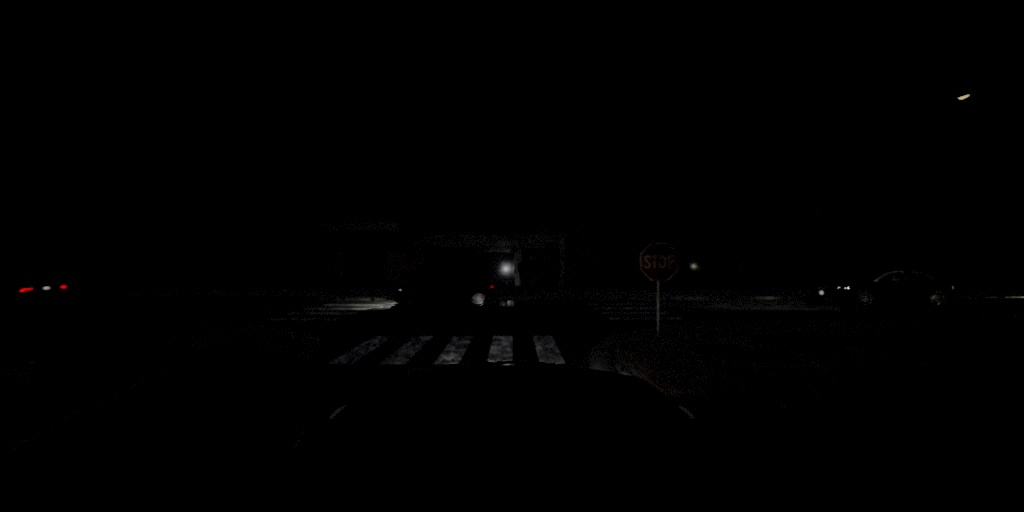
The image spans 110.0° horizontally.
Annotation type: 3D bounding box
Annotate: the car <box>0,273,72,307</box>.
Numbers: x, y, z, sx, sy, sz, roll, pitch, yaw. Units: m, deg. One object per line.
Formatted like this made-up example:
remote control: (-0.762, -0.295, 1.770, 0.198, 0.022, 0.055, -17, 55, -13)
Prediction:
car: (-22.377, 1.436, 15.320, 5.357, 1.411, 2.033, 0, 0, 0)

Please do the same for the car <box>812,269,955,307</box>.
car: (15.594, 1.291, 15.209, 4.902, 1.511, 2.128, 0, 0, 0)

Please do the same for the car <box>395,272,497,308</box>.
car: (-2.723, 1.401, 15.246, 4.181, 1.385, 1.994, 0, 0, 0)

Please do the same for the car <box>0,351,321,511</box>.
car: (-2.639, 1.315, 1.692, 1.948, 1.339, 4.313, 0, 0, 0)
